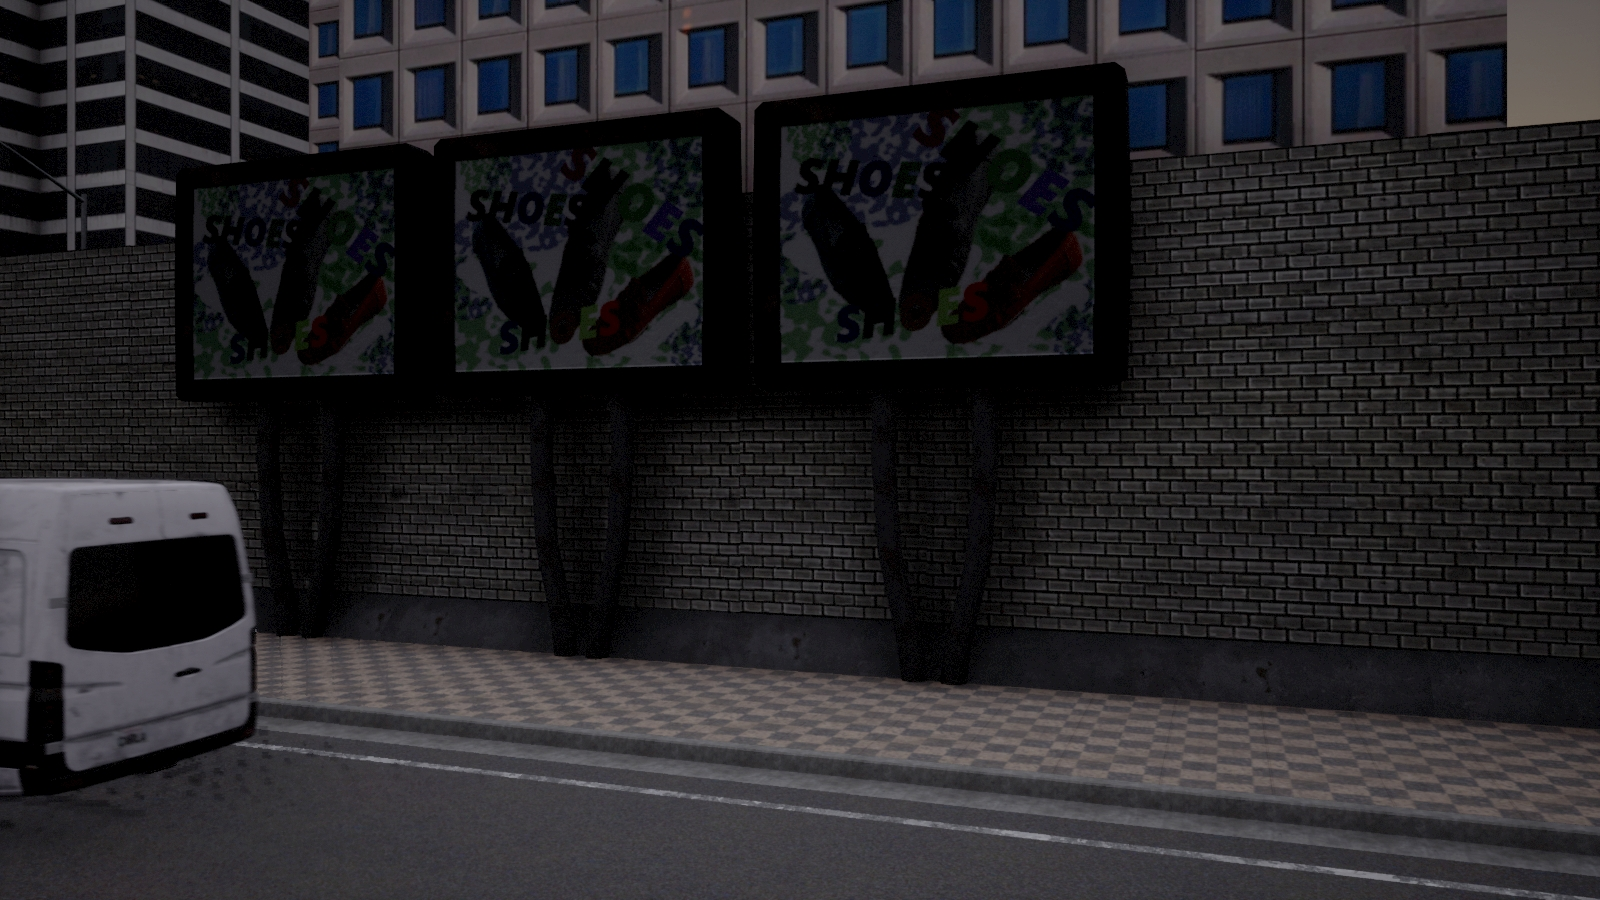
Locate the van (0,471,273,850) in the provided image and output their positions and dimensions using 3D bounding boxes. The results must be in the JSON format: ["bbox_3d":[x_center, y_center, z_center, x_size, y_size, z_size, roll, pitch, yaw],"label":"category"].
[{"bbox_3d":[-7.616,1.479,9.856,5.915,2.561,1.988,0,0,21],"label":"van"}]
